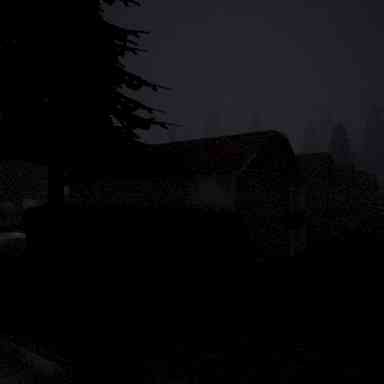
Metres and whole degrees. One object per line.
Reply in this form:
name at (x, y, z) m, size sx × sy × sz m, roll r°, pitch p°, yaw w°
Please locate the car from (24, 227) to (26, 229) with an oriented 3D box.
car at (-9.458, 1.864, 23.774) m, size 2.097 × 1.767 × 4.553 m, roll -1°, pitch -1°, yaw 36°
